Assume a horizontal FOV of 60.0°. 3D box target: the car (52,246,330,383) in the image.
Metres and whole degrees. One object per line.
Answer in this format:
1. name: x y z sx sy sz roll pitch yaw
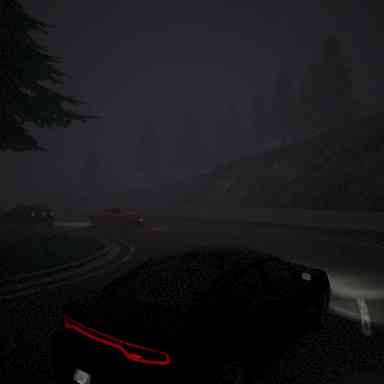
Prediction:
1. car: 0.534 1.555 4.966 1.882 1.535 5.008 0 0 38

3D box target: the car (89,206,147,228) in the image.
1. car: -5.753 1.855 25.569 5.008 1.535 1.882 -1 -1 33

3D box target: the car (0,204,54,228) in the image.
1. car: -12.824 1.729 25.833 4.553 1.767 2.097 0 -1 32
